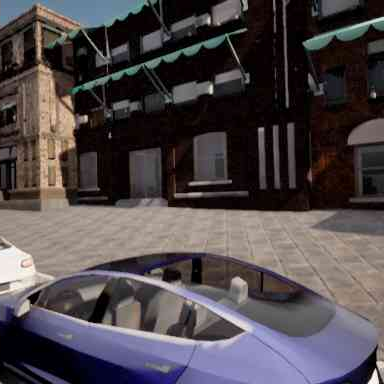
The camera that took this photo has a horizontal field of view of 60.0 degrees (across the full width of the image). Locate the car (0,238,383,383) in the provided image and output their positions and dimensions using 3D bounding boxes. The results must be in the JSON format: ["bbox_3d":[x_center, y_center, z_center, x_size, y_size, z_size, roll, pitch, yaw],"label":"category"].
[{"bbox_3d":[-0.603,1.452,3.746,4.792,1.488,2.163,0,0,35],"label":"car"}]

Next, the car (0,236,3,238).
[{"bbox_3d":[-5.092,1.461,6.950,4.674,1.452,2.002,0,0,36],"label":"car"}]
